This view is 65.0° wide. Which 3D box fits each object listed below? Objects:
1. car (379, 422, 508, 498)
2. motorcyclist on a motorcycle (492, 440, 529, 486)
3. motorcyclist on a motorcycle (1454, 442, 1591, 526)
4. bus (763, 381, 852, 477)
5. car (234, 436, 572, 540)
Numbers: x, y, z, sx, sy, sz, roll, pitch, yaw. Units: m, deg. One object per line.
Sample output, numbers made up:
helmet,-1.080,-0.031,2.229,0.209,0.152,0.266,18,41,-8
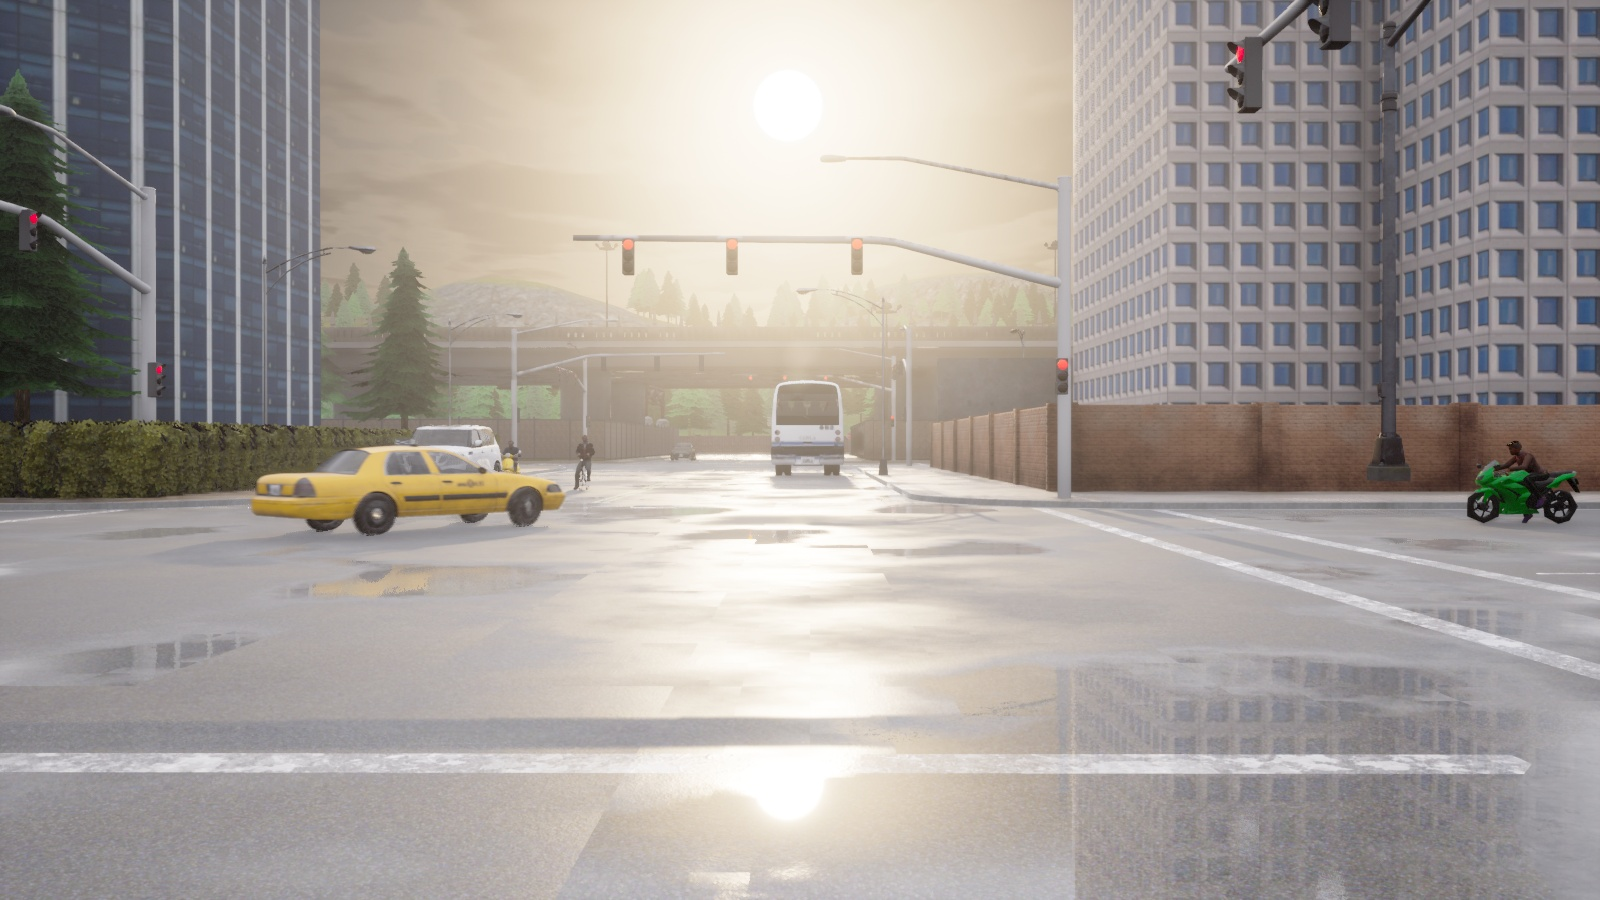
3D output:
car,-10.274,0.250,36.693,2.150,2.045,5.566,0,0,0
motorcyclist on a motorcycle,-10.227,0.441,44.414,0.866,1.590,1.817,0,0,0
motorcyclist on a motorcycle,13.195,0.610,22.974,2.044,1.523,0.797,0,0,1
bus,0.368,-0.972,60.677,3.944,4.253,10.273,0,0,0
car,-6.600,0.559,21.489,1.801,1.575,5.366,0,0,41
